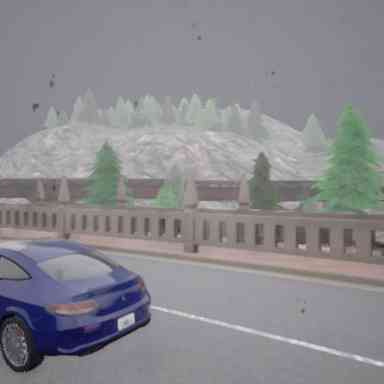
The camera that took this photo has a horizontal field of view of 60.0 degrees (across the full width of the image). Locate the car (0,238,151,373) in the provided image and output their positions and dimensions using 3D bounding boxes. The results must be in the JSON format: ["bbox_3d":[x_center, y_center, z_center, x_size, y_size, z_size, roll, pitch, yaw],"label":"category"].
[{"bbox_3d":[-2.795,1.520,5.561,4.674,1.442,1.812,0,0,33],"label":"car"}]
